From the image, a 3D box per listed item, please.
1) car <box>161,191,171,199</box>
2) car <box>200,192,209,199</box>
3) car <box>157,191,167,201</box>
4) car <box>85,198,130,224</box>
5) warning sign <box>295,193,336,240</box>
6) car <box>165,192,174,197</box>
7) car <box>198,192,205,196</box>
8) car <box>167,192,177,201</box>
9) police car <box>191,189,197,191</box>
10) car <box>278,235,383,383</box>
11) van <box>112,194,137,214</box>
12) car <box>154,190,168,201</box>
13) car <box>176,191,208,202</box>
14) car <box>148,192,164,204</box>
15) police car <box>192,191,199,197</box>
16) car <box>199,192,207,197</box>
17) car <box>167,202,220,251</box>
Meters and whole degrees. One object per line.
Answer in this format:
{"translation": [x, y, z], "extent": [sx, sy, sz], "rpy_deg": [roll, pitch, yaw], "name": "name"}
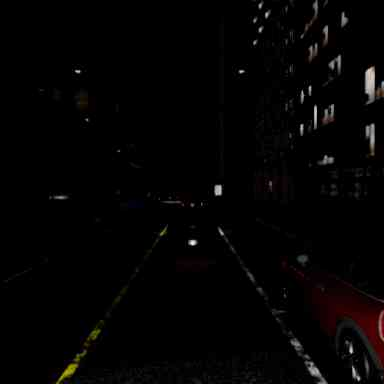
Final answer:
{"translation": [-5.683, 0.654, 72.936], "extent": [1.967, 1.590, 4.097], "rpy_deg": [0, 1, 0], "name": "car"}
{"translation": [2.697, 0.738, 73.106], "extent": [1.752, 1.417, 4.829], "rpy_deg": [0, 1, 0], "name": "car"}
{"translation": [-5.685, 0.971, 55.992], "extent": [1.802, 1.307, 4.206], "rpy_deg": [0, 1, 0], "name": "car"}
{"translation": [-5.688, 1.321, 22.102], "extent": [1.947, 1.339, 4.313], "rpy_deg": [0, 1, 0], "name": "car"}
{"translation": [5.069, 0.963, 13.741], "extent": [1.300, 1.860, 1.060], "rpy_deg": [0, 1, 0], "name": "warning sign"}
{"translation": [-5.683, 0.648, 84.233], "extent": [2.008, 1.369, 4.403], "rpy_deg": [0, 1, 0], "name": "car"}
{"translation": [2.699, 0.550, 95.529], "extent": [1.947, 1.339, 4.313], "rpy_deg": [0, 1, 0], "name": "car"}
{"translation": [-3.049, 0.869, 58.413], "extent": [1.837, 1.490, 4.892], "rpy_deg": [0, 1, 1], "name": "car"}
{"translation": [0.256, 0.528, 83.729], "extent": [1.930, 1.638, 5.238], "rpy_deg": [0, 1, -18], "name": "police car"}
{"translation": [2.691, 1.382, 5.155], "extent": [1.967, 1.590, 4.097], "rpy_deg": [0, 1, 0], "name": "car"}
{"translation": [-5.687, 1.034, 27.749], "extent": [1.690, 1.788, 3.998], "rpy_deg": [0, 1, 0], "name": "van"}
{"translation": [-5.685, 0.646, 61.637], "extent": [2.192, 1.841, 5.009], "rpy_deg": [0, 1, 0], "name": "car"}
{"translation": [0.047, 1.040, 28.161], "extent": [2.097, 1.767, 4.553], "rpy_deg": [0, 1, 1], "name": "car"}
{"translation": [-5.686, 1.030, 50.344], "extent": [1.802, 1.307, 4.206], "rpy_deg": [0, 1, 0], "name": "car"}
{"translation": [0.910, 0.427, 93.851], "extent": [1.930, 1.638, 5.238], "rpy_deg": [0, 1, 0], "name": "police car"}
{"translation": [2.698, 0.649, 84.233], "extent": [2.008, 1.369, 4.403], "rpy_deg": [0, 1, 0], "name": "car"}
{"translation": [0.046, 1.358, 13.278], "extent": [1.837, 1.490, 4.892], "rpy_deg": [0, 1, 0], "name": "car"}
